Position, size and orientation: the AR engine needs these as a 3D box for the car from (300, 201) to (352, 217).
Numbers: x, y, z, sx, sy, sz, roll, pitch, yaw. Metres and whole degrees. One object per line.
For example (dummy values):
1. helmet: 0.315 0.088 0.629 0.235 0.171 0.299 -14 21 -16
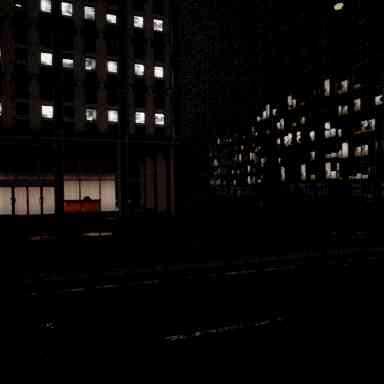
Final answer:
1. car: 12.060 1.435 29.454 1.947 1.339 4.313 0 1 -21

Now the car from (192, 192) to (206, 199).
1. car: 1.594 0.707 80.239 1.967 1.590 4.097 0 1 -21

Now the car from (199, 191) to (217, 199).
1. car: 3.639 0.635 74.935 2.192 1.841 5.009 0 1 -21

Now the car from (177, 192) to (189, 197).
1. car: -2.495 0.711 90.846 2.008 1.369 4.403 0 1 -21

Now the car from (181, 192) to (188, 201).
1. car: -2.134 1.057 66.621 2.008 1.369 4.403 0 1 -21

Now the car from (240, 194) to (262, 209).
1. car: 8.041 1.332 40.089 1.947 1.339 4.313 0 1 -21

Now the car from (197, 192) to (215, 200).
1. car: 2.817 0.880 69.854 1.882 1.535 5.008 -1 1 -21

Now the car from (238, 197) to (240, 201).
1. car: 9.775 1.060 59.029 1.802 1.307 4.206 0 1 -21

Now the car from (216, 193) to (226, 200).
1. car: 5.685 0.955 69.635 1.802 1.307 4.206 0 1 -21

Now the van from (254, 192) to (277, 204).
1. van: 11.819 0.871 53.723 1.690 1.788 3.998 0 1 -21

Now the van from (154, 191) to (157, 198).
1. van: -8.269 0.688 82.528 1.690 1.788 3.998 0 1 -21

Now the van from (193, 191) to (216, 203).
1. van: 1.956 0.953 56.013 1.690 1.788 3.998 0 1 -21

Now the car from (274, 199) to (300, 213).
1. car: 10.032 1.400 34.766 1.802 1.307 4.206 0 1 -21
